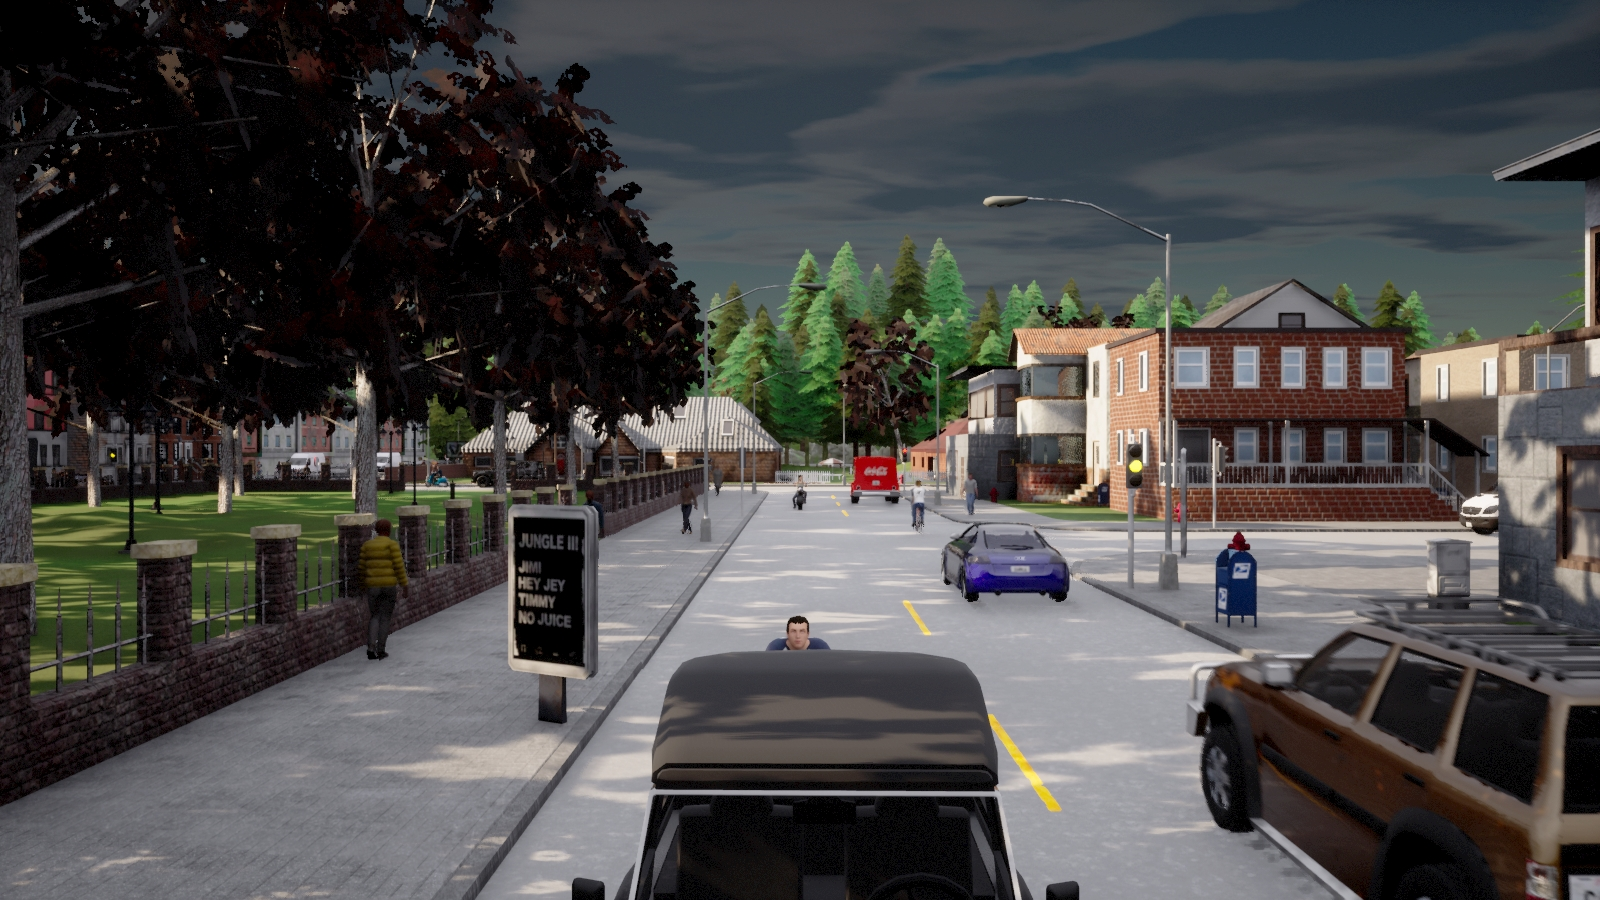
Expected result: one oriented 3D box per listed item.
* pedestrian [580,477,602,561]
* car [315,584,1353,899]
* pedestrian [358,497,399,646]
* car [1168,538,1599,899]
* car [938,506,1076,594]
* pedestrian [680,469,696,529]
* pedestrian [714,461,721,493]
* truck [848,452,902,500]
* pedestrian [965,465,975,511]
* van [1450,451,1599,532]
[{"bbox_3d":[-4.701,1.536,25.687,0.375,1.860,0.375,0,0,13],"label":"pedestrian"},{"bbox_3d":[0.090,1.640,4.031,1.905,1.878,3.866,0,0,1],"label":"car"},{"bbox_3d":[-5.362,1.531,14.546,0.375,1.860,0.375,0,0,0],"label":"pedestrian"},{"bbox_3d":[3.944,1.648,6.948,1.932,1.855,4.605,0,0,0],"label":"car"},{"bbox_3d":[4.000,1.908,22.747,1.994,1.385,4.181,0,0,0],"label":"car"},{"bbox_3d":[-3.531,1.540,35.966,0.375,1.860,0.375,0,0,16],"label":"pedestrian"},{"bbox_3d":[-4.826,1.552,66.832,0.375,1.860,0.375,0,0,-5],"label":"pedestrian"},{"bbox_3d":[3.969,1.372,61.570,2.627,2.467,5.204,0,0,1],"label":"truck"},{"bbox_3d":[6.953,1.534,46.615,0.375,1.860,0.375,0,0,13],"label":"pedestrian"},{"bbox_3d":[24.712,1.329,37.232,5.915,2.561,1.988,0,0,0],"label":"van"}]
